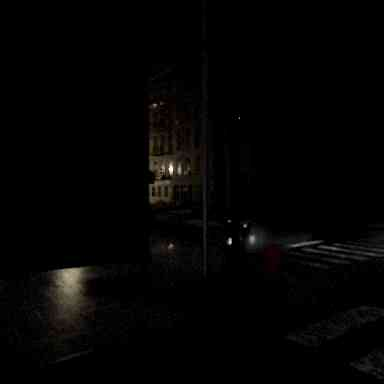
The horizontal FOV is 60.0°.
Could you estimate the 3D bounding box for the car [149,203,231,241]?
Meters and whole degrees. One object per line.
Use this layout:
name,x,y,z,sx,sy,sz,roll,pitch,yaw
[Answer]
car,-0.266,1.534,17.065,1.752,1.417,4.829,-1,0,-35

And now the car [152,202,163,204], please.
car,-3.508,1.563,21.611,2.008,1.369,4.403,-1,0,-35

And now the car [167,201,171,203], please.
car,-0.112,1.527,30.670,1.947,1.339,4.313,-1,0,-35

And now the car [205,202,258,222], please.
car,3.031,1.540,26.263,1.802,1.307,4.206,-1,0,-35

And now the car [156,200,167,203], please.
car,-3.354,1.490,35.215,1.752,1.417,4.829,-1,0,-35

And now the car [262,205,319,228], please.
car,6.174,1.519,21.856,1.947,1.339,4.313,-1,0,-35

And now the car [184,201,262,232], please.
car,1.345,1.483,19.163,2.128,1.511,4.902,0,0,-35
